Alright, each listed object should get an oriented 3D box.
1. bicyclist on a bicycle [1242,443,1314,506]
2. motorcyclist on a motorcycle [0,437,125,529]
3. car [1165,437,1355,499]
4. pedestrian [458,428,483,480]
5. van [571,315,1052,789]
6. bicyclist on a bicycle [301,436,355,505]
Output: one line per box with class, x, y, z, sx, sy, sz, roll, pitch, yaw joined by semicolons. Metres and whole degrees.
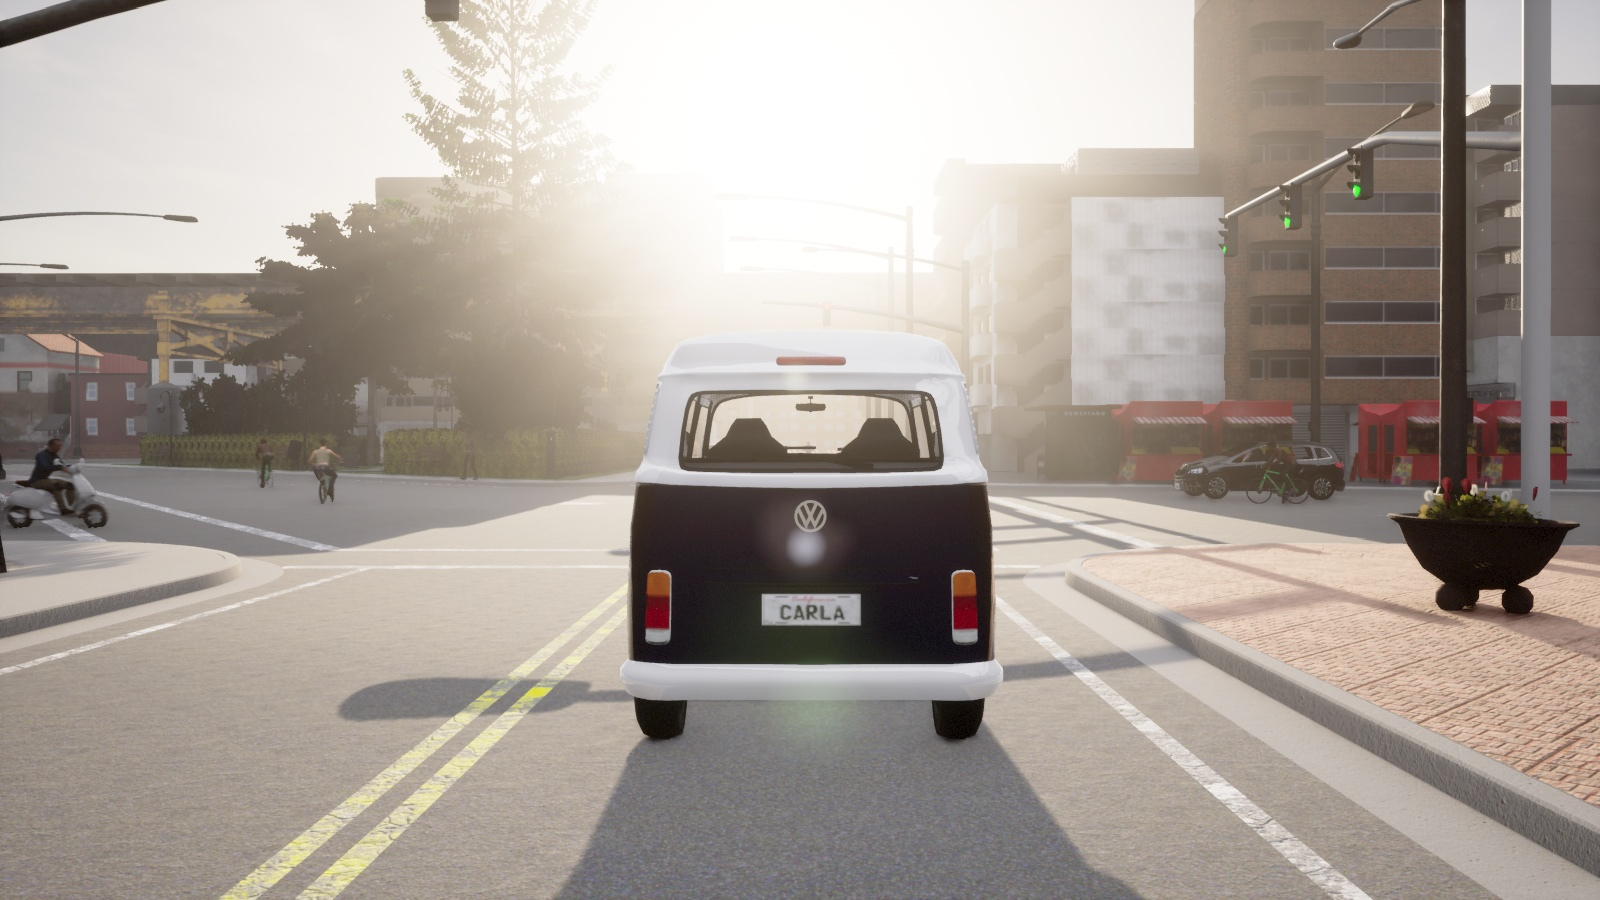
bicyclist on a bicycle;12.392;0.626;32.583;1.656;1.620;0.582;0;0;0
motorcyclist on a motorcycle;-12.989;0.565;22.049;1.817;1.590;0.866;0;0;0
car;13.121;0.503;36.080;4.611;1.667;2.242;1;0;0
pedestrian;-11.756;0.139;44.822;0.328;1.805;0.869;0;0;29
van;0.066;0.427;7.651;2.069;2.038;4.480;0;0;0
bicyclist on a bicycle;-11.686;0.498;31.126;0.866;1.612;1.509;-4;1;-9
